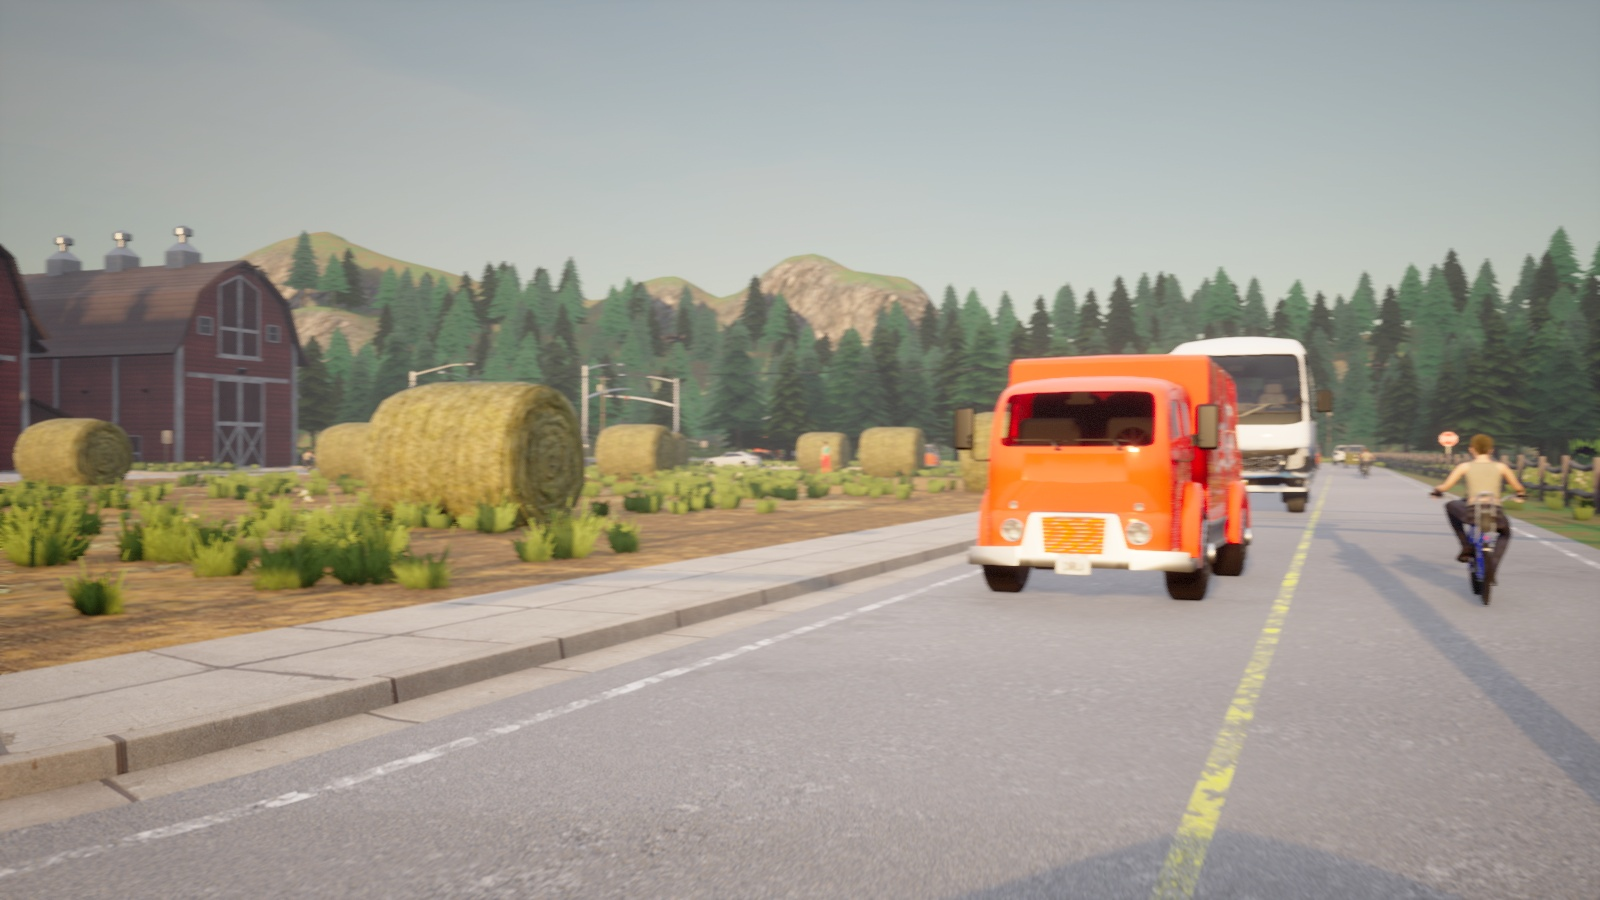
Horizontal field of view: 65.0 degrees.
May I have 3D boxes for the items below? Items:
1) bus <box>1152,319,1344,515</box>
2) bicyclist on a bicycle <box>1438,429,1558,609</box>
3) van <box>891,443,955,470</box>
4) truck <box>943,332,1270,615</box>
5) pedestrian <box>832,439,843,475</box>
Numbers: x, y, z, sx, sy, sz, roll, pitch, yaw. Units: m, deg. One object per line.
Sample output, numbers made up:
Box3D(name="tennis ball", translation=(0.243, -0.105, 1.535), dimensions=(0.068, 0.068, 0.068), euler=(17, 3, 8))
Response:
Box3D(name="bus", translation=(11.964, -0.717, 32.726), dimensions=(3.944, 4.253, 10.273), euler=(0, 0, 24))
Box3D(name="bicyclist on a bicycle", translation=(6.671, 0.616, 12.075), dimensions=(0.866, 1.612, 1.509), euler=(0, 0, 24))
Box3D(name="van", translation=(9.258, 0.464, 94.515), dimensions=(4.442, 1.987, 1.775), euler=(0, 0, 21))
Box3D(name="truck", translation=(3.621, 0.206, 13.848), dimensions=(2.627, 2.467, 5.204), euler=(0, 0, 24))
Box3D(name="pedestrian", translation=(1.901, 0.366, 63.589), dimensions=(0.345, 1.836, 0.594), euler=(0, 0, -28))
